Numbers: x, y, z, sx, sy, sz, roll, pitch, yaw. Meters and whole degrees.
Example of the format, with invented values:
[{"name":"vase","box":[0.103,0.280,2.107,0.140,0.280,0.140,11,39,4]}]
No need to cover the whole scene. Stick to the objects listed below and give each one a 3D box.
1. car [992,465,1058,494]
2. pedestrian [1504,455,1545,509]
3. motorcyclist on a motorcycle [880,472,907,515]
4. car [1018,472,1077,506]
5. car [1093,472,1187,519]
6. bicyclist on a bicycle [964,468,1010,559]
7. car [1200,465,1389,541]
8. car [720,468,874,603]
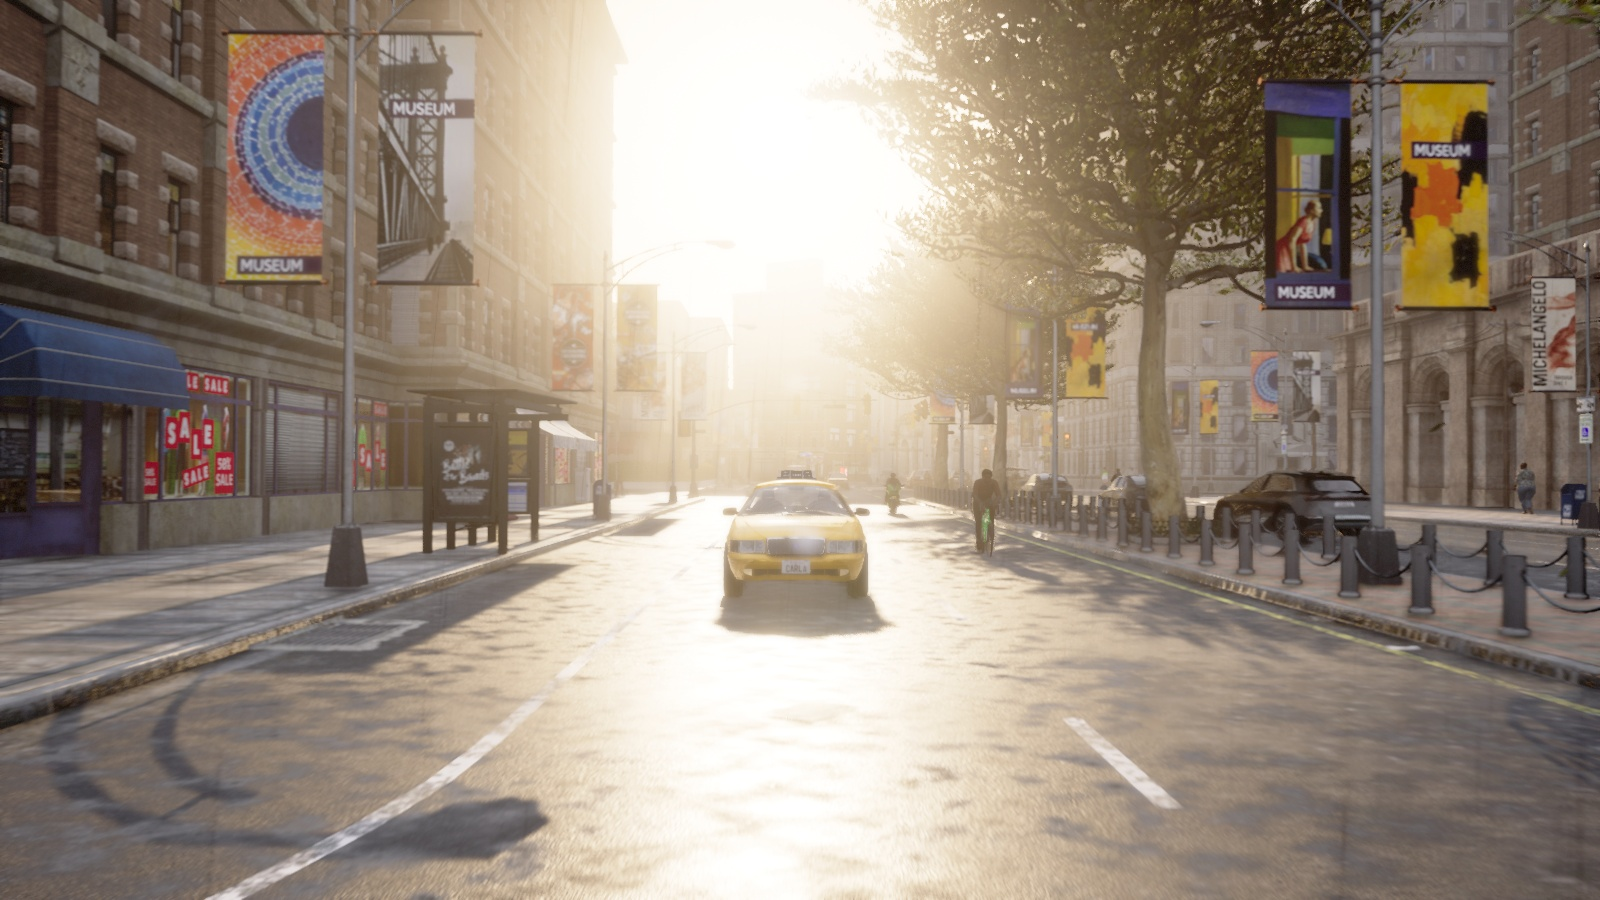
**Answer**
[{"name":"car","box":[14.778,1.930,82.341,3.866,1.878,1.905,-1,-1,27]},{"name":"pedestrian","box":[24.942,1.096,43.259,0.874,1.855,0.900,0,-1,0]},{"name":"motorcyclist on a motorcycle","box":[3.388,1.547,45.601,0.797,1.523,2.044,0,-1,0]},{"name":"car","box":[11.287,1.739,57.597,1.837,1.490,4.892,0,-1,1]},{"name":"car","box":[11.396,1.485,42.482,1.837,1.490,4.892,0,-1,0]},{"name":"bicyclist on a bicycle","box":[3.444,1.143,23.229,0.582,1.620,1.656,0,-1,0]},{"name":"car","box":[11.602,1.198,29.874,2.033,1.649,4.856,0,-1,-8]},{"name":"car","box":[-0.043,1.045,17.377,1.801,1.575,5.366,0,-1,0]}]
